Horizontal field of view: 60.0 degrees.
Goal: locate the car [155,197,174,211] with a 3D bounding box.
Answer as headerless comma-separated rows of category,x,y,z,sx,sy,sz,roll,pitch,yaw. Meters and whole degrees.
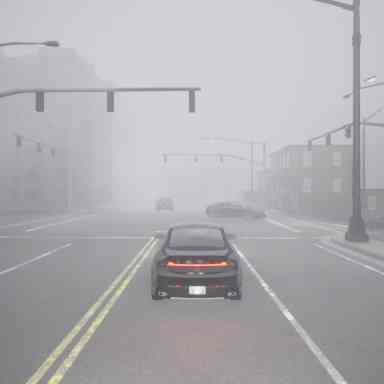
car,-3.629,1.711,44.876,2.150,2.045,5.566,0,-4,-1

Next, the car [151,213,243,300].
car,0.095,1.505,8.353,1.837,1.490,4.892,0,0,0

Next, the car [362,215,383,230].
car,16.051,2.655,28.237,4.181,1.385,1.994,8,0,0

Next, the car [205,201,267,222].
car,3.392,1.449,25.989,4.902,1.511,2.128,0,1,29
